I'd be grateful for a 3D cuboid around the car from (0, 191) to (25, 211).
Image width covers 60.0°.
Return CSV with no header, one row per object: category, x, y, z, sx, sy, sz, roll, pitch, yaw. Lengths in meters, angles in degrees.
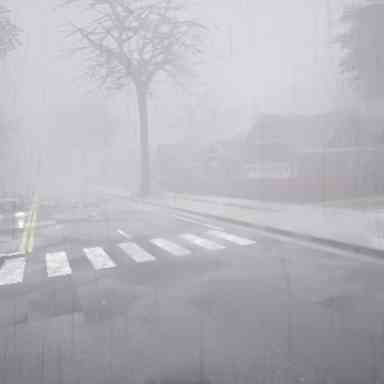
car,-13.746,0.693,25.082,1.812,1.442,4.674,-5,5,-24
